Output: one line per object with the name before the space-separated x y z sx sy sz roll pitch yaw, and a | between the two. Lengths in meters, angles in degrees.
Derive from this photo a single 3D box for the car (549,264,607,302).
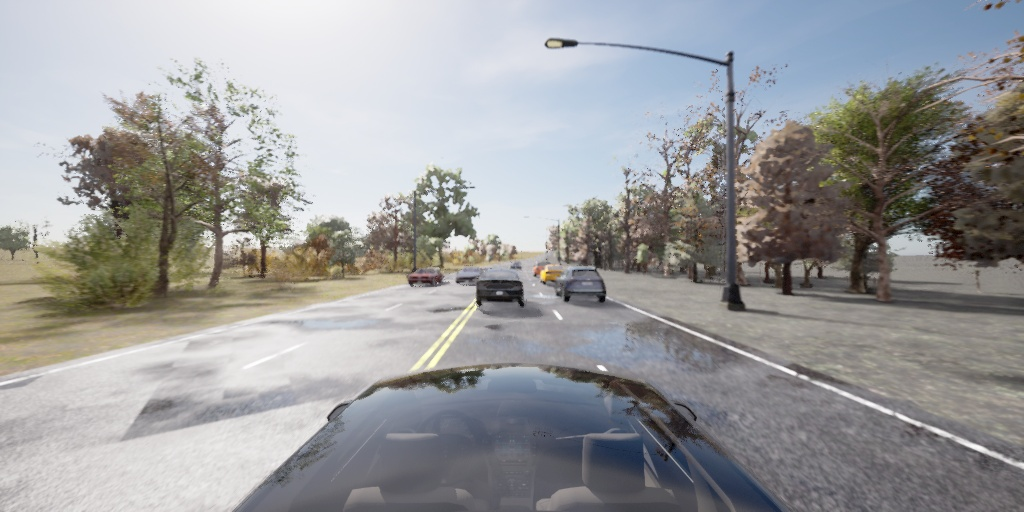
car | 3.245 1.294 17.689 2.033 1.649 4.856 0 -1 0

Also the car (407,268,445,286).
car | -6.554 1.585 27.615 1.895 1.301 4.718 0 0 1

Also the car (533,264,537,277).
car | 3.408 1.405 39.594 2.097 1.767 4.553 0 -1 1

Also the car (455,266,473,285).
car | -3.297 1.540 28.874 2.033 1.411 5.357 0 0 0

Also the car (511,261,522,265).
car | 0.702 1.811 63.300 1.895 1.301 4.718 -1 0 0

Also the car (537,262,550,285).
car | 3.295 1.441 28.656 1.882 1.535 5.008 0 -1 0

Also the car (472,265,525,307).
car | -0.442 1.302 15.732 1.882 1.535 5.008 0 -2 0
